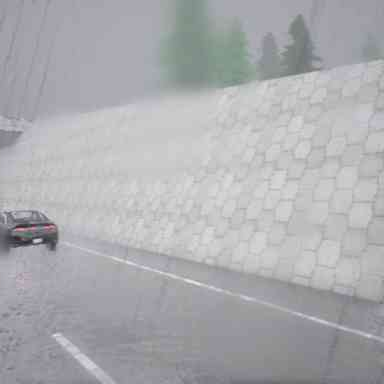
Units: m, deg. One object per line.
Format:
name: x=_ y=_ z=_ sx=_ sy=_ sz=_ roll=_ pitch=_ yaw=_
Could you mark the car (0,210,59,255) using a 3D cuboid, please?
car: x=-6.978 y=1.497 z=13.431 sx=2.128 sy=1.511 sz=4.902 roll=-1 pitch=1 yaw=-41
